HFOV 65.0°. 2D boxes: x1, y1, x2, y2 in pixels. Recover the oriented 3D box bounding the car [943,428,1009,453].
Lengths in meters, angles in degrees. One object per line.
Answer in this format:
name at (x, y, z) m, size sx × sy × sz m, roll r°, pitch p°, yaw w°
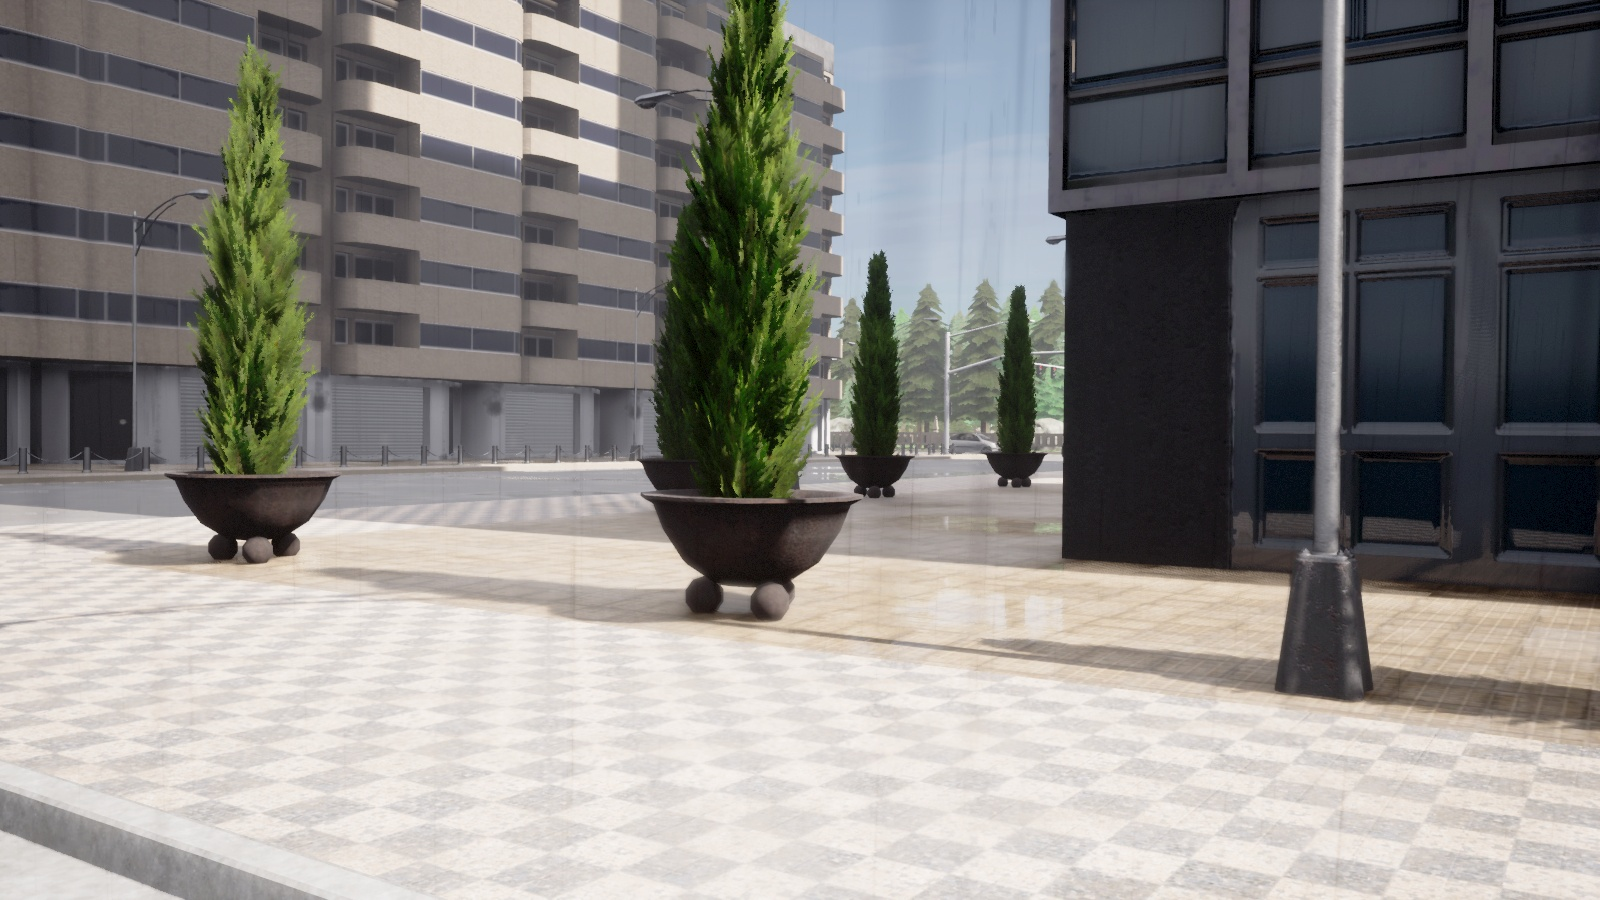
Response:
car at (11.980, -0.649, 85.548) m, size 3.988 × 1.617 × 1.851 m, roll 0°, pitch 1°, yaw 34°
